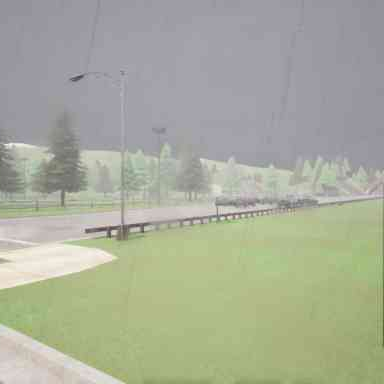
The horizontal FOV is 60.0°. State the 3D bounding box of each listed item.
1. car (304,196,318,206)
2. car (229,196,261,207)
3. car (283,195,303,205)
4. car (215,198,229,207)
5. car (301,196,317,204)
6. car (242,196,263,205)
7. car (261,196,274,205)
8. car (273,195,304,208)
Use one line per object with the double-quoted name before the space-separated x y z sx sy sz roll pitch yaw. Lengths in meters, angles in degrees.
"car" 19.181 1.505 54.223 1.837 1.490 4.892 0 0 35
"car" 8.087 1.491 50.483 2.128 1.511 4.902 0 0 35
"car" 17.602 1.352 57.900 2.097 1.767 4.553 0 0 35
"car" 5.390 1.564 52.719 1.994 1.385 4.181 0 0 35
"car" 23.097 1.526 65.753 1.812 1.442 4.674 0 0 35
"car" 11.051 1.478 60.919 1.882 1.535 5.008 0 0 35
"car" 13.919 1.492 58.913 2.128 1.511 4.902 0 0 35
"car" 13.319 1.505 45.761 1.837 1.490 4.892 0 0 35
